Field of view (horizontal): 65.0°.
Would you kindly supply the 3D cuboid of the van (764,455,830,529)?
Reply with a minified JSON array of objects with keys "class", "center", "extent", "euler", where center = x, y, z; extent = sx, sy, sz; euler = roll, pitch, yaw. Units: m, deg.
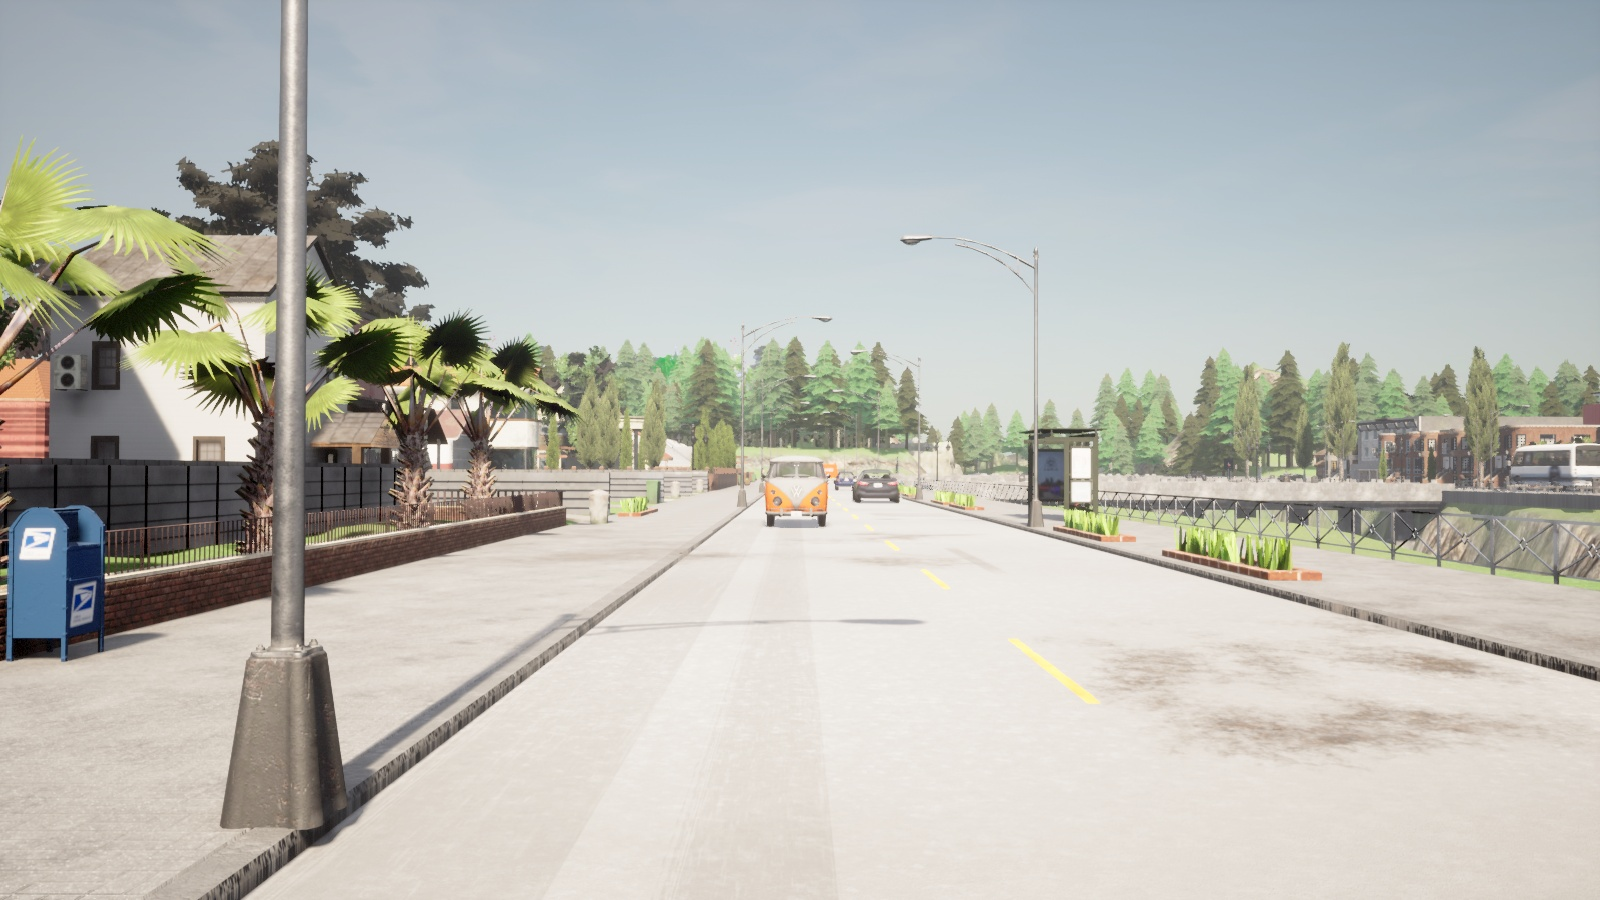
[{"class":"van","center":[-0.092,1.169,35.911],"extent":[1.775,1.987,4.442],"euler":[0,-1,0]}]

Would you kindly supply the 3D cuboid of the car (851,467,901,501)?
[{"class":"car","center":[3.838,1.714,63.900],"extent":[2.242,1.667,4.611],"euler":[0,-1,0]}]
